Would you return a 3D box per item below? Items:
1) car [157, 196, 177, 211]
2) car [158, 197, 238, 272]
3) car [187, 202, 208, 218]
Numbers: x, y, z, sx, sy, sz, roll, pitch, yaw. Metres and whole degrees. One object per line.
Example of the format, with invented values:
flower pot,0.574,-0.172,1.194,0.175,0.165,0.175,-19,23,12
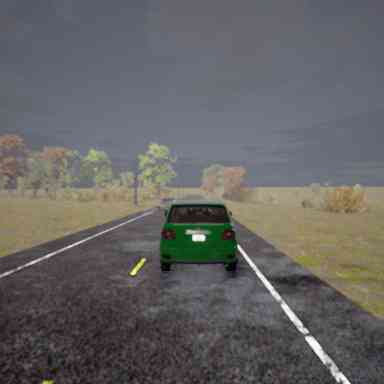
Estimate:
car,-3.058,1.441,41.984,2.097,1.767,4.553,0,0,1
car,0.208,1.244,11.027,2.150,2.045,5.566,0,0,1
car,0.505,1.669,32.537,1.895,1.301,4.718,0,0,1
